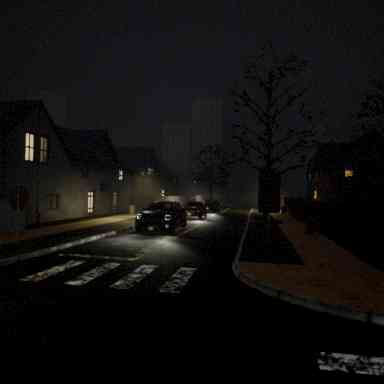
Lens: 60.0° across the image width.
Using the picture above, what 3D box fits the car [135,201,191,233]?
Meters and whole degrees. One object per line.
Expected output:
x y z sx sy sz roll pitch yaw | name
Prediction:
-1.699 1.335 19.526 2.097 1.767 4.553 1 0 11 | car

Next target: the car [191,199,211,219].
0.222 1.550 29.388 1.812 1.442 4.674 1 0 11 | car

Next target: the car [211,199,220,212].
2.226 1.561 39.587 2.128 1.511 4.902 1 0 11 | car
